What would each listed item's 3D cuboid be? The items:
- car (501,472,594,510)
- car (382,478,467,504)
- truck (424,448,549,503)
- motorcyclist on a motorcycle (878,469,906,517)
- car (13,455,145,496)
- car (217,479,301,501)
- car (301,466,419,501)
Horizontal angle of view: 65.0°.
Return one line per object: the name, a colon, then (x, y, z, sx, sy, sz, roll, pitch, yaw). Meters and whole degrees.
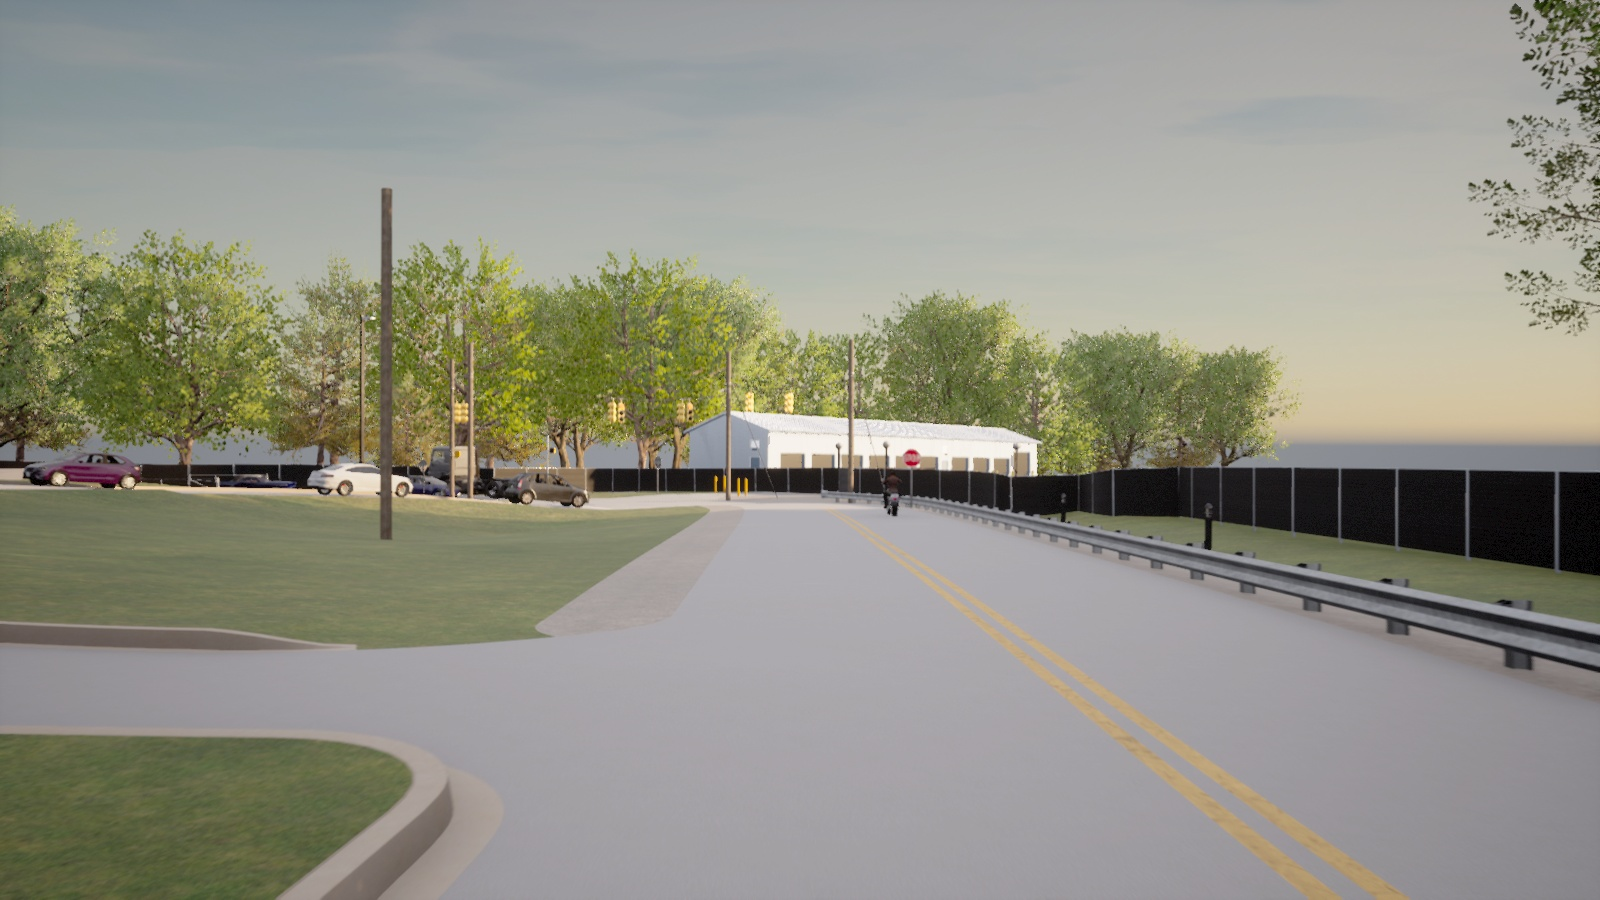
car: (-12.409, 2.032, 61.875, 3.988, 1.617, 1.851, 5, -2, -33)
car: (-24.124, 2.624, 80.837, 4.792, 1.488, 2.163, 0, 1, 12)
truck: (-20.884, 1.634, 83.553, 7.936, 3.462, 2.891, 1, 1, 24)
motorcyclist on a motorcycle: (3.234, 1.509, 44.309, 0.766, 1.649, 2.350, 0, -1, -1)
car: (-29.190, 1.064, 50.966, 1.816, 1.474, 4.193, 0, -3, 34)
car: (-35.414, 2.627, 82.244, 4.718, 1.301, 1.895, 0, 0, 0)
car: (-19.532, 1.523, 55.927, 1.812, 1.442, 4.674, 0, -2, 39)
